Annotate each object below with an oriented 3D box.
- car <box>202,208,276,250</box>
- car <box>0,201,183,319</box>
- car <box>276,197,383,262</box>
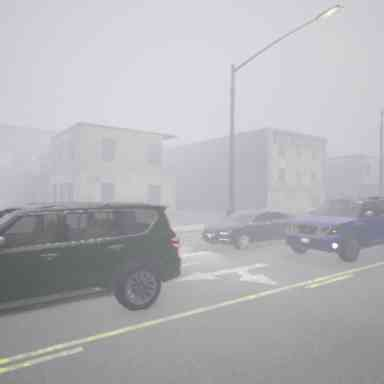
[{"bbox_3d":[2.679,1.500,14.428,4.892,1.490,1.837,0,0,-35],"label":"car"},{"bbox_3d":[-2.810,1.222,6.269,5.566,2.045,2.150,0,0,-35],"label":"car"},{"bbox_3d":[5.945,1.214,12.426,5.566,2.045,2.150,0,0,-35],"label":"car"}]
